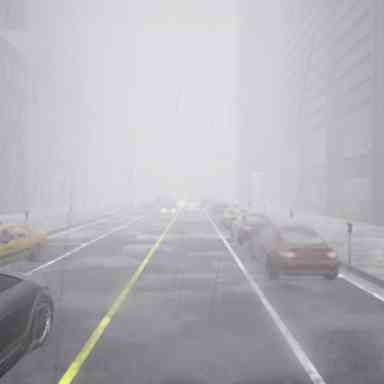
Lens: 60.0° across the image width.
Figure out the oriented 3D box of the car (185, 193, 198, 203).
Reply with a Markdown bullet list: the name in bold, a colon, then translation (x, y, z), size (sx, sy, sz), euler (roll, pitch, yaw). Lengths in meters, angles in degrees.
- **car**: translation (0.005, 1.481, 68.997), size (2.033, 1.411, 5.357), euler (0, 0, 0)

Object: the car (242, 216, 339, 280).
- **car**: translation (2.764, 1.577, 9.634), size (1.802, 1.307, 4.206), euler (0, 0, 0)

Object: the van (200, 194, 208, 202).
- **van**: translation (2.768, 1.335, 77.059), size (1.690, 1.788, 3.998), euler (0, 0, 0)

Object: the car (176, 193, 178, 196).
- **car**: translation (-5.756, 1.544, 93.897), size (1.887, 1.381, 4.507), euler (0, 0, 0)

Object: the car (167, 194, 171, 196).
- **car**: translation (-5.758, 1.558, 65.805), size (1.947, 1.339, 4.313), euler (0, 0, 0)

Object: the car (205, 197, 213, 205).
- **car**: translation (2.765, 1.535, 37.728), size (1.887, 1.381, 4.507), euler (0, 0, 0)

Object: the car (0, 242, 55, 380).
- **car**: translation (-3.100, 1.562, 3.422), size (1.994, 1.385, 4.181), euler (0, 0, 0)

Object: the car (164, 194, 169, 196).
- **car**: translation (-5.758, 1.536, 60.187), size (1.887, 1.381, 4.507), euler (0, 0, 0)

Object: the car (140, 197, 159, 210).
- **car**: translation (-5.759, 1.572, 43.332), size (1.802, 1.307, 4.206), euler (0, 0, 0)

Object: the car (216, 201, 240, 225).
- **car**: translation (2.764, 1.516, 21.041), size (1.752, 1.417, 4.829), euler (0, 0, 0)

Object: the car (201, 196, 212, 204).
- **car**: translation (2.767, 1.543, 65.821), size (2.008, 1.369, 4.403), euler (0, 0, 0)

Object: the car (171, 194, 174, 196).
- **car**: translation (-5.757, 1.576, 77.042), size (1.802, 1.307, 4.206), euler (0, 0, 0)

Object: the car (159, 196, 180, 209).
- **car**: translation (-3.081, 1.555, 45.661), size (1.994, 1.385, 4.181), euler (0, 0, 0)

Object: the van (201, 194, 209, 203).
- **van**: translation (2.767, 1.334, 71.441), size (1.690, 1.788, 3.998), euler (0, 0, 0)

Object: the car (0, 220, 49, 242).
- **car**: translation (-5.762, 1.520, 9.452), size (1.752, 1.417, 4.829), euler (0, 0, 0)

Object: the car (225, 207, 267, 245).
- **car**: translation (2.764, 1.574, 15.252), size (1.802, 1.307, 4.206), euler (0, 0, 0)

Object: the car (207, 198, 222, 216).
- **car**: translation (2.765, 1.556, 32.109), size (1.947, 1.339, 4.313), euler (0, 0, 0)

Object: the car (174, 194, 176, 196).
- **car**: translation (-5.757, 1.311, 82.660), size (2.192, 1.841, 5.009), euler (0, 0, 0)

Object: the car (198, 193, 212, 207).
- **car**: translation (2.391, 1.346, 50.376), size (2.097, 1.767, 4.553), euler (0, 0, 0)
